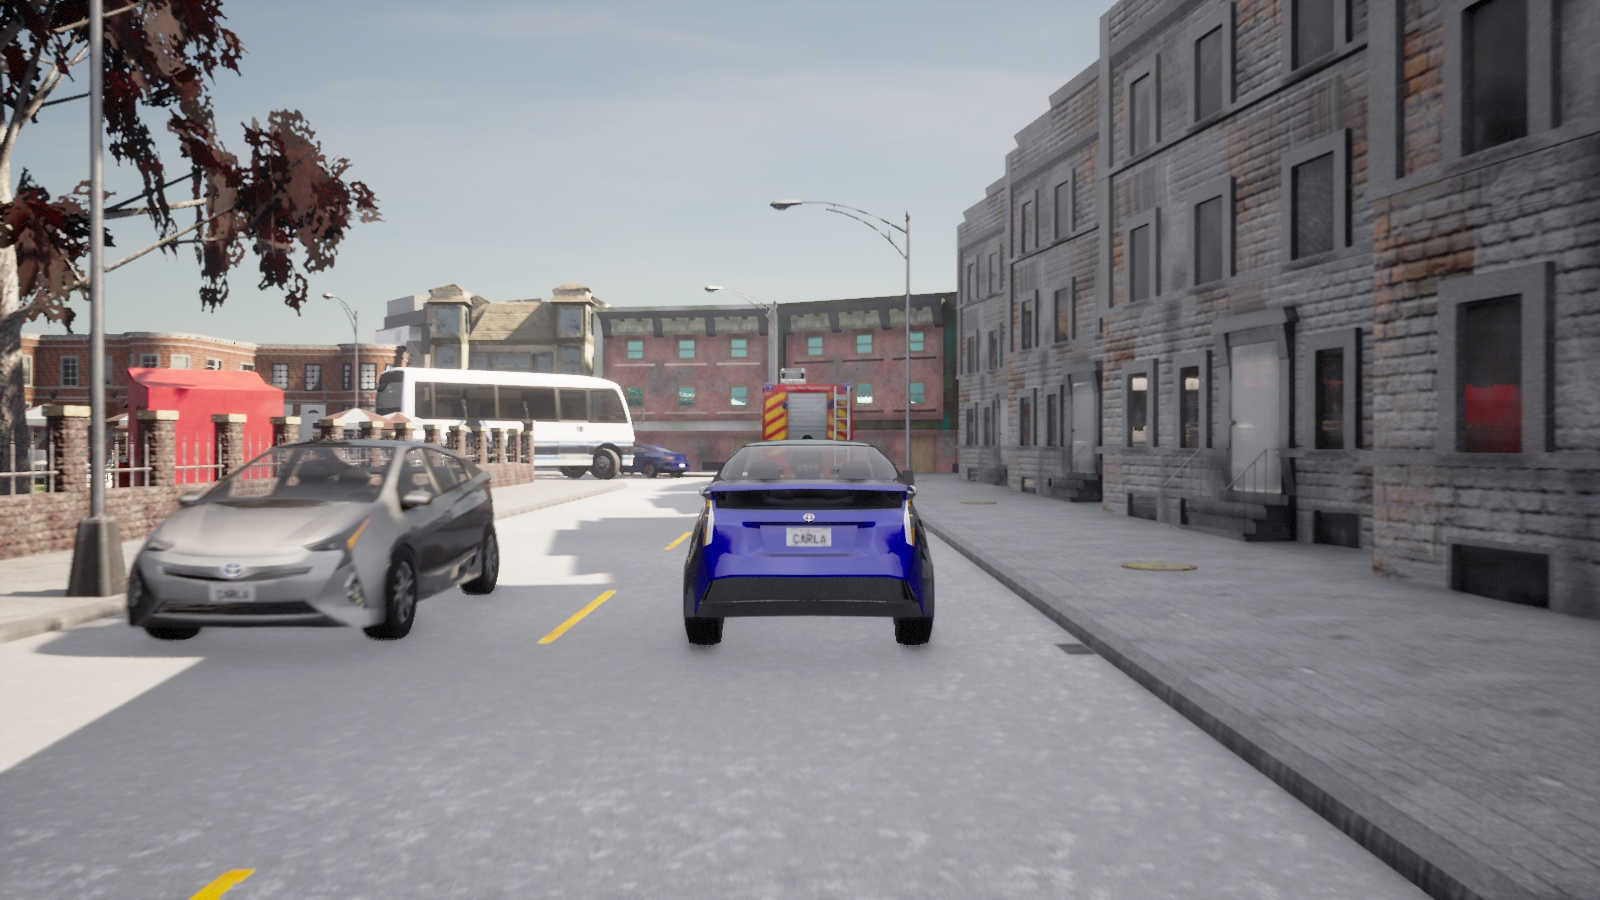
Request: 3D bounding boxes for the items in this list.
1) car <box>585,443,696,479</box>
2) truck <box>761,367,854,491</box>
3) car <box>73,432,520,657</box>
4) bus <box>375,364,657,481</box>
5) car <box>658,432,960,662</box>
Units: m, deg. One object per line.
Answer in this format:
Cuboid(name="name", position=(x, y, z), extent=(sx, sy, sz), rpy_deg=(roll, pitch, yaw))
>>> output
Cuboid(name="car", position=(-6.872, 0.471, 53.906), extent=(4.674, 1.442, 1.812), rpy_deg=(0, -3, 35))
Cuboid(name="truck", position=(0.197, -0.660, 43.054), extent=(2.891, 3.827, 8.468), rpy_deg=(0, 0, 0))
Cuboid(name="car", position=(-3.928, 0.629, 10.789), extent=(2.007, 1.525, 4.514), rpy_deg=(0, 0, 0))
Cuboid(name="bus", position=(-11.177, -0.977, 50.241), extent=(10.273, 4.253, 3.944), rpy_deg=(0, 0, -38))
Cuboid(name="car", position=(0.071, 0.633, 10.624), extent=(2.007, 1.525, 4.514), rpy_deg=(0, 0, 0))
